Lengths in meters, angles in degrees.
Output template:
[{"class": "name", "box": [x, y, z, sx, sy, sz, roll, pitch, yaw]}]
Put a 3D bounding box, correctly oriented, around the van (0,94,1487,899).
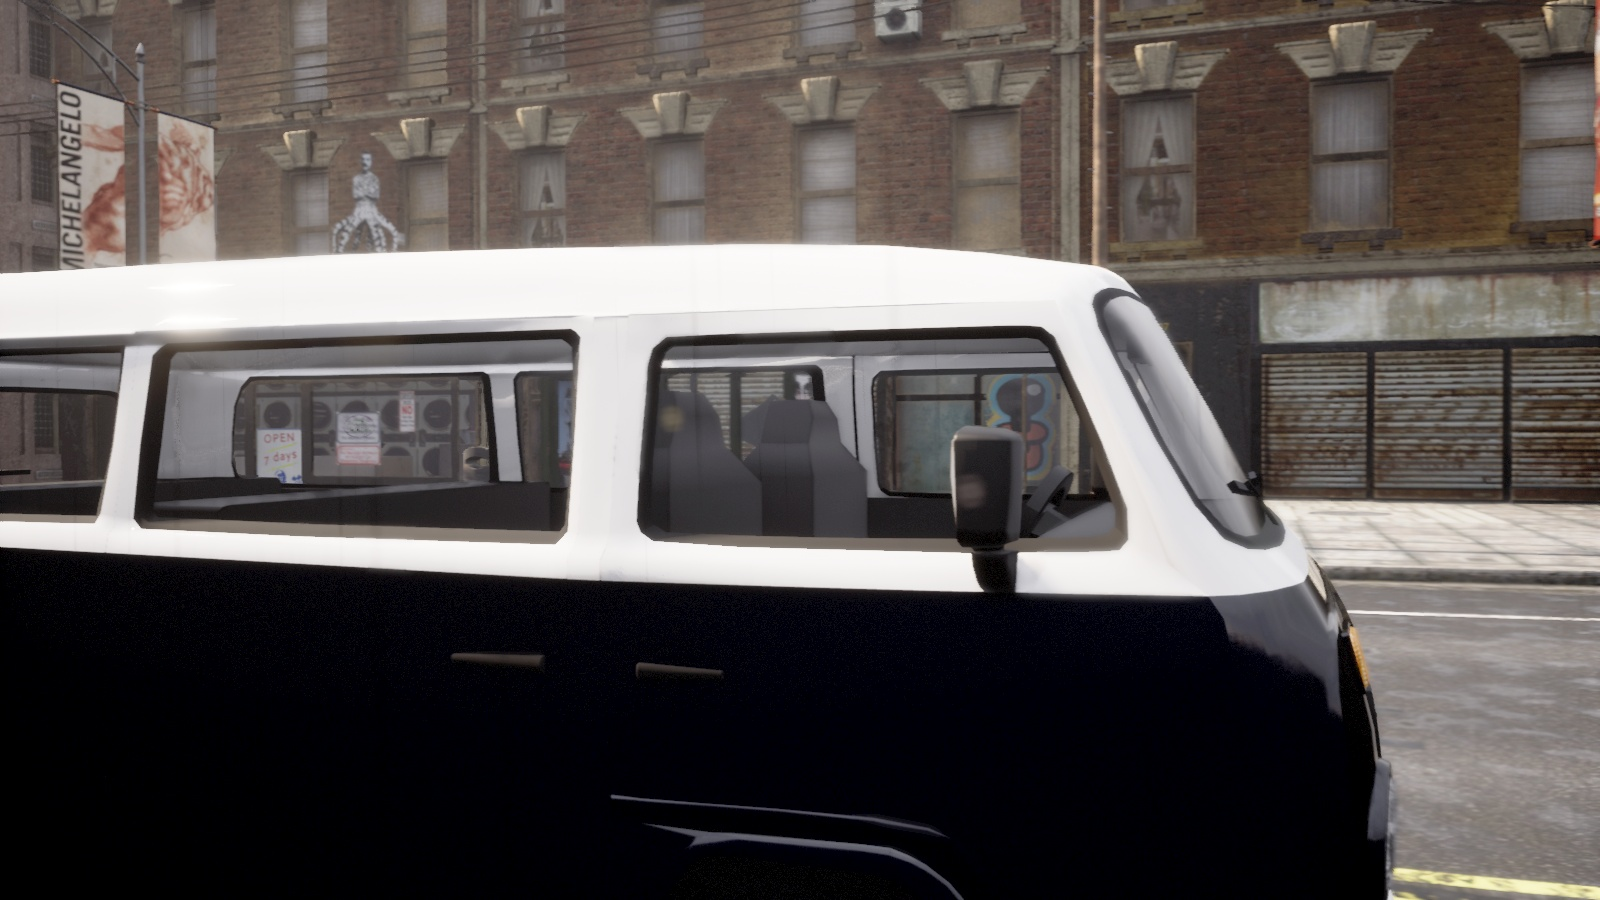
[{"class": "van", "box": [-0.821, 0.494, 3.471, 4.480, 2.038, 2.069, 1, 1, 20]}]
